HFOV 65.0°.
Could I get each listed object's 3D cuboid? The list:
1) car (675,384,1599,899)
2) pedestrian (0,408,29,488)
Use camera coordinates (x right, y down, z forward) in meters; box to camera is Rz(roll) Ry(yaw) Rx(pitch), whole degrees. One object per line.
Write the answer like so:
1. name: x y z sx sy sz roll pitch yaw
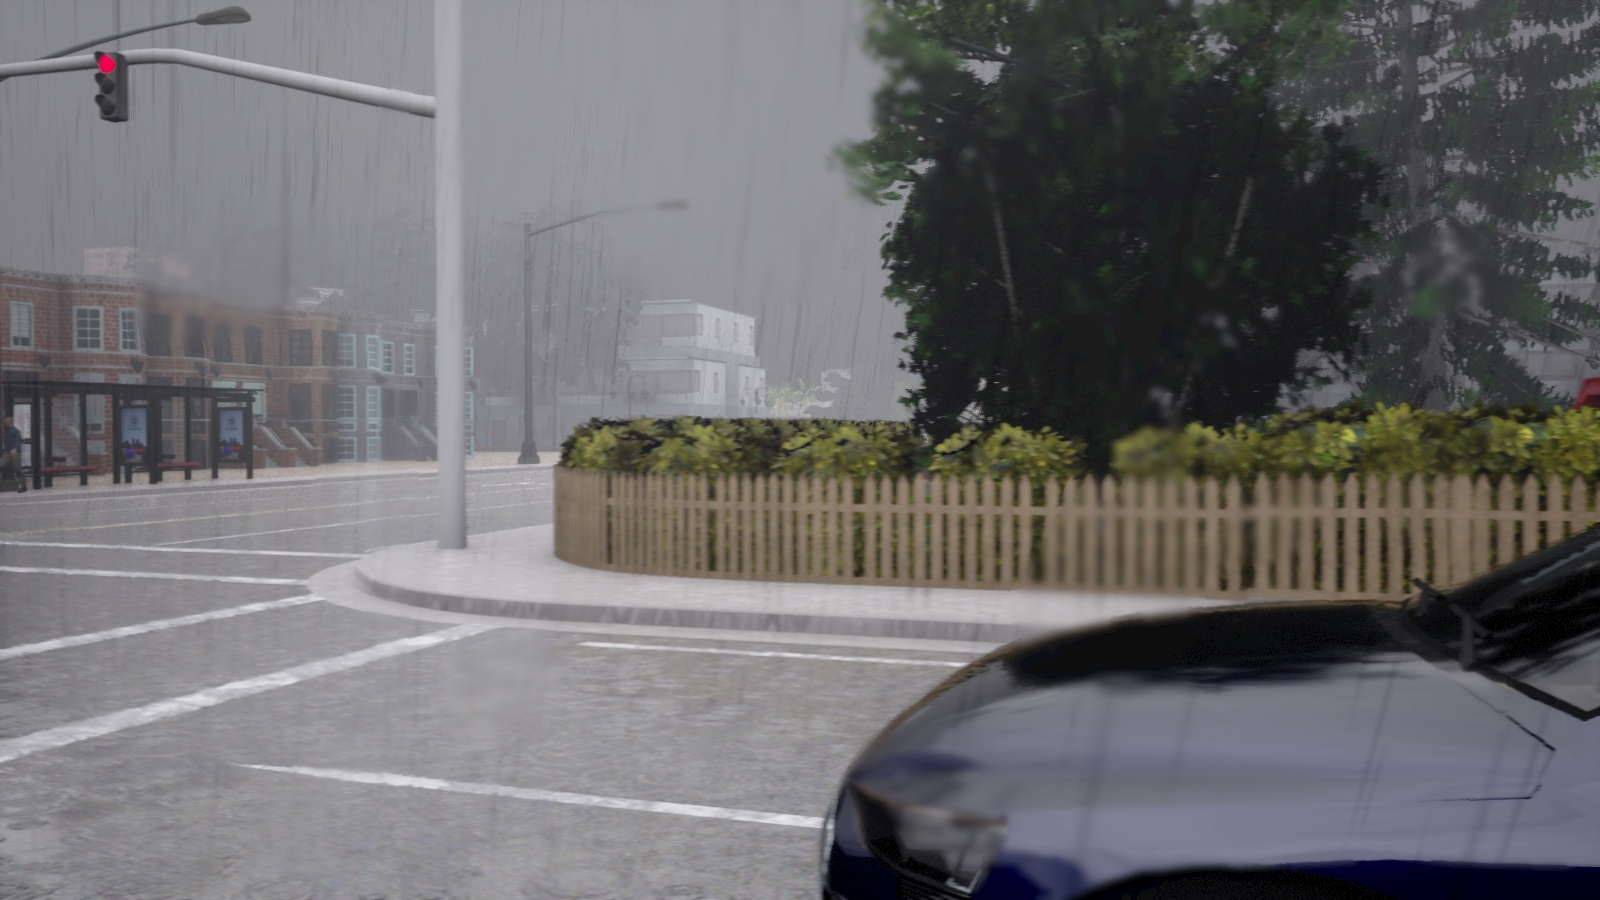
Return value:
1. car: 2.408 0.728 2.389 4.856 1.649 2.033 1 1 18
2. pedestrian: -18.526 -0.053 29.391 0.402 1.842 0.726 0 1 17
